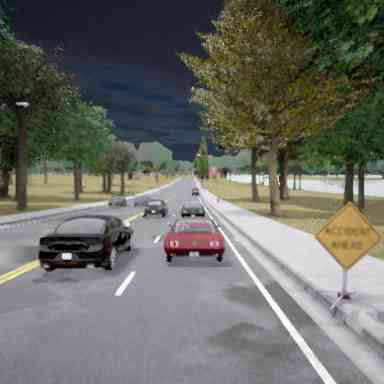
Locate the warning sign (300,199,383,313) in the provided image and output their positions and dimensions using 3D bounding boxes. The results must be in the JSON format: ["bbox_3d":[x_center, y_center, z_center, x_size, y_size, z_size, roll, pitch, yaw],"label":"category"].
[{"bbox_3d":[2.886,1.114,6.210,1.300,1.860,1.060,2,2,0],"label":"warning sign"}]

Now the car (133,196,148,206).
[{"bbox_3d":[-6.587,1.263,44.234,1.837,1.490,4.892,0,0,0],"label":"car"}]

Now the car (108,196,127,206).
[{"bbox_3d":[-9.837,1.263,44.225,1.837,1.490,4.892,0,0,0],"label":"car"}]

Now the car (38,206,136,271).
[{"bbox_3d":[-3.172,1.462,10.915,1.882,1.535,5.008,0,0,0],"label":"car"}]

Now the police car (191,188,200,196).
[{"bbox_3d":[0.971,0.223,86.355,1.930,1.638,5.238,0,2,0],"label":"police car"}]

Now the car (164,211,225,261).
[{"bbox_3d":[0.084,1.581,12.231,1.895,1.301,4.718,0,0,0],"label":"car"}]

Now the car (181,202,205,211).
[{"bbox_3d":[0.083,1.504,27.362,1.895,1.301,4.718,0,0,0],"label":"car"}]

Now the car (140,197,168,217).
[{"bbox_3d":[-3.163,1.411,29.677,1.812,1.442,4.674,0,0,0],"label":"car"}]
